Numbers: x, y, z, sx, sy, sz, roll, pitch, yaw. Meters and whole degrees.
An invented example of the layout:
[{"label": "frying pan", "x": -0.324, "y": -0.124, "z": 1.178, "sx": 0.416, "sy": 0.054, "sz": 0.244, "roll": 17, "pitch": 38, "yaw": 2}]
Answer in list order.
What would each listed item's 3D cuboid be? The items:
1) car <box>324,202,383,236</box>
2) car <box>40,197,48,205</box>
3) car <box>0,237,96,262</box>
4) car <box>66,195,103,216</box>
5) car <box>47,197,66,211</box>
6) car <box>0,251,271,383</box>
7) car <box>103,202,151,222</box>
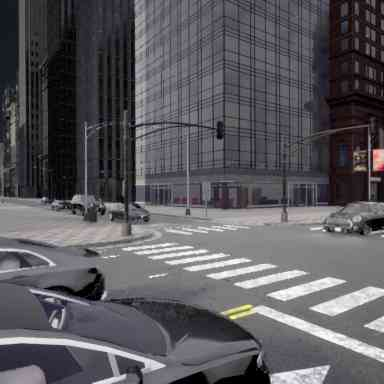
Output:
[{"label": "car", "x": 9.340, "y": 1.354, "z": 18.459, "sx": 4.553, "sy": 1.767, "sz": 2.097, "roll": 0, "pitch": 0, "yaw": -36}, {"label": "car", "x": -27.626, "y": 1.651, "z": 63.473, "sx": 1.837, "sy": 1.490, "sz": 4.892, "roll": 0, "pitch": 0, "yaw": -35}, {"label": "car", "x": -3.767, "y": 1.491, "z": 4.985, "sx": 4.902, "sy": 1.511, "sz": 2.128, "roll": 0, "pitch": 0, "yaw": -36}, {"label": "car", "x": -10.740, "y": 1.293, "z": 34.130, "sx": 2.150, "sy": 2.045, "sz": 5.566, "roll": 0, "pitch": 0, "yaw": -36}, {"label": "car", "x": -16.541, "y": 1.659, "z": 42.328, "sx": 1.994, "sy": 1.385, "sz": 4.181, "roll": 0, "pitch": 0, "yaw": -36}, {"label": "car", "x": -1.493, "y": 1.491, "z": 2.373, "sx": 4.902, "sy": 1.511, "sz": 2.128, "roll": 0, "pitch": 0, "yaw": -36}, {"label": "car", "x": -4.991, "y": 1.555, "z": 26.028, "sx": 1.837, "sy": 1.490, "sz": 4.892, "roll": 0, "pitch": 0, "yaw": -35}]
